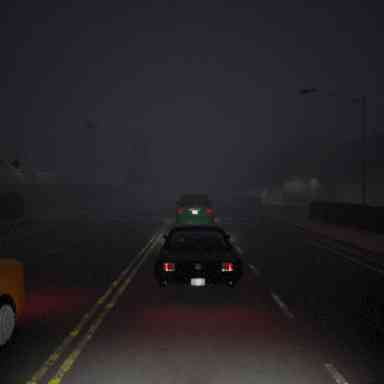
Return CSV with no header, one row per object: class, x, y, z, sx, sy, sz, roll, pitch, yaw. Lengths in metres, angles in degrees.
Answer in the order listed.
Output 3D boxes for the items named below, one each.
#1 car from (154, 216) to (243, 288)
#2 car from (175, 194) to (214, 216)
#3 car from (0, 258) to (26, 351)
car,0.133,1.568,9.109,1.895,1.301,4.718,0,0,0
car,0.166,1.150,20.244,2.150,2.045,5.566,0,0,0
car,-3.590,1.465,3.258,1.882,1.535,5.008,0,0,0
